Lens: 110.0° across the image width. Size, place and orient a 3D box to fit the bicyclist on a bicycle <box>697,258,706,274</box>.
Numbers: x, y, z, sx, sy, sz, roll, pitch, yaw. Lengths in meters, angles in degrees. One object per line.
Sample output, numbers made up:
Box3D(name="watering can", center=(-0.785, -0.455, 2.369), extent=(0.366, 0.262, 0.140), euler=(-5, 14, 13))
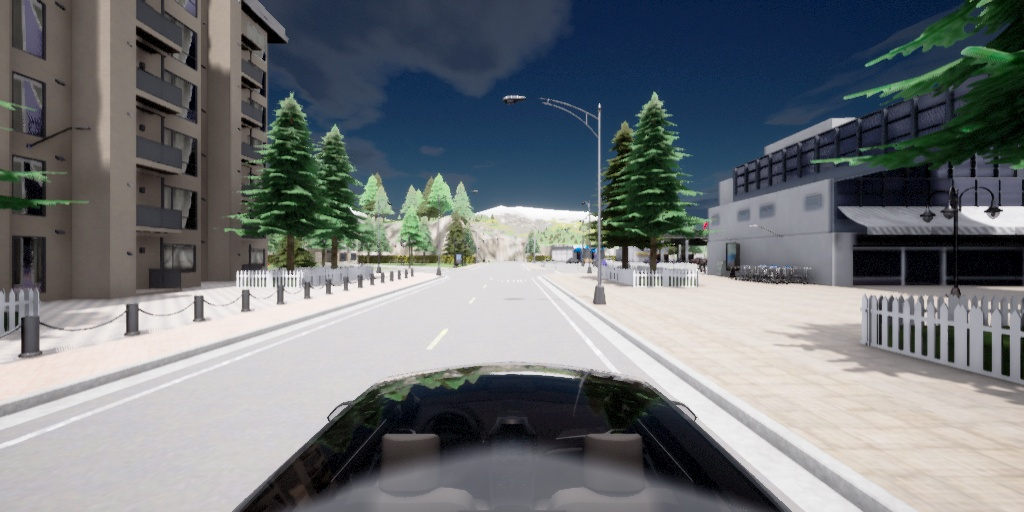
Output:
Box3D(name="bicyclist on a bicycle", center=(18.870, 1.010, 35.802), extent=(0.582, 1.620, 1.656), euler=(0, 0, 1))
